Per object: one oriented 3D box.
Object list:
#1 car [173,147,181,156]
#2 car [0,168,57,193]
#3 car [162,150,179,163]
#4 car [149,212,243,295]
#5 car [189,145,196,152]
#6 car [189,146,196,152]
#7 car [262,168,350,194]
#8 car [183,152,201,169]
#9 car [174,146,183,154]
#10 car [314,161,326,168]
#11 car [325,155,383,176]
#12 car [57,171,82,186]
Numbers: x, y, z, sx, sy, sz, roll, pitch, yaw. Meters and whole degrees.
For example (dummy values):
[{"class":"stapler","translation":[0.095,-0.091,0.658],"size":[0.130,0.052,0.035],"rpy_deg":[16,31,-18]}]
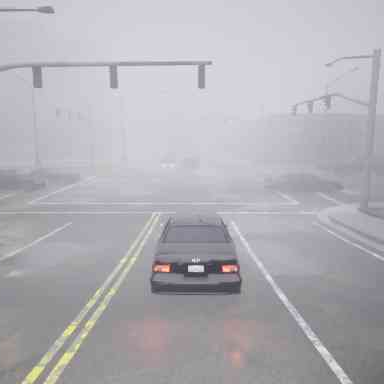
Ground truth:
[{"class":"car","translation":[-3.484,-6.880,60.992],"size":[1.837,1.490,4.892],"rpy_deg":[0,9,0]},{"class":"car","translation":[-12.637,-0.785,23.433],"size":[4.902,1.511,2.128],"rpy_deg":[0,9,0]},{"class":"car","translation":[-3.526,-5.296,51.514],"size":[2.033,1.411,5.357],"rpy_deg":[0,9,0]},{"class":"car","translation":[0.086,1.219,8.389],"size":[2.033,1.411,5.357],"rpy_deg":[0,4,0]},{"class":"car","translation":[0.125,-12.026,91.705],"size":[2.097,1.767,4.553],"rpy_deg":[0,9,0]},{"class":"car","translation":[0.111,-10.165,81.758],"size":[1.895,1.301,4.718],"rpy_deg":[0,9,0]},{"class":"car","translation":[7.726,-0.720,23.350],"size":[5.357,1.411,2.033],"rpy_deg":[0,9,0]},{"class":"car","translation":[-0.071,-3.816,42.140],"size":[1.837,1.490,4.892],"rpy_deg":[2,9,5]},{"class":"car","translation":[-3.403,-8.502,71.188],"size":[2.033,1.411,5.357],"rpy_deg":[0,9,0]},{"class":"car","translation":[16.326,-3.050,37.318],"size":[4.902,1.511,2.128],"rpy_deg":[0,9,0]},{"class":"car","translation":[17.070,-2.754,33.813],"size":[5.566,2.045,2.150],"rpy_deg":[0,9,1]},{"class":"car","translation":[-11.493,-1.239,26.901],"size":[4.718,1.301,1.895],"rpy_deg":[0,9,0]}]
